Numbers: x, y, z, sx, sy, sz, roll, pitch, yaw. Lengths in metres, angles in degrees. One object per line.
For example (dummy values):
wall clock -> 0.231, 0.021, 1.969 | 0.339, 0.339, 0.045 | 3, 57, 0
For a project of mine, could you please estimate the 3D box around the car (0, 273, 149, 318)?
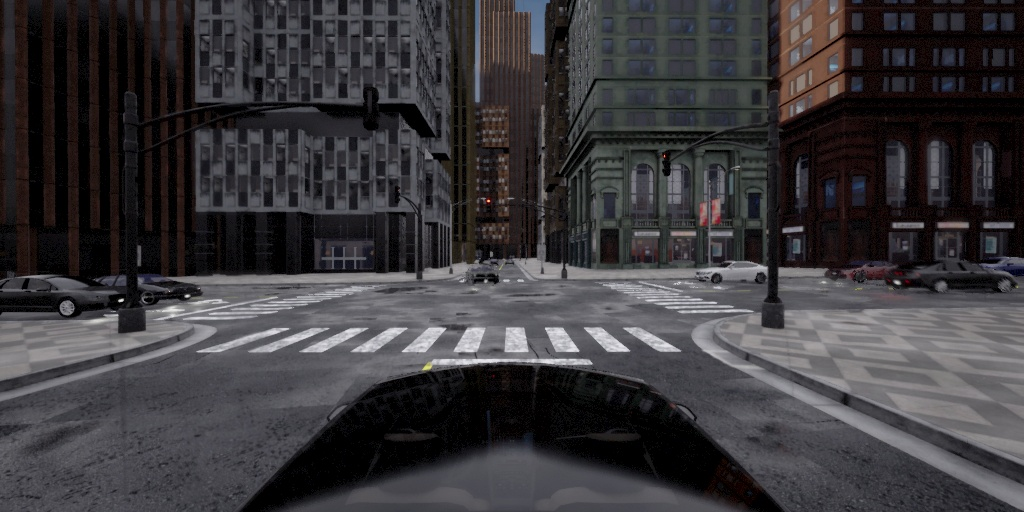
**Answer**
car -> -17.420, 1.492, 13.733 | 4.892, 1.490, 1.837 | -1, 0, 0

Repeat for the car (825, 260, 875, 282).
car -> 23.422, 0.961, 23.793 | 4.181, 1.385, 1.994 | -1, 0, 0

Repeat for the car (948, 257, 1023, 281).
car -> 32.382, 0.809, 23.814 | 4.674, 1.442, 1.812 | -1, 0, -1

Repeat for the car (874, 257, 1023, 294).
car -> 20.777, 0.970, 17.094 | 4.892, 1.490, 1.837 | -1, 0, 0

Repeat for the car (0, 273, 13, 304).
car -> -27.349, 1.610, 16.958 | 4.892, 1.490, 1.837 | -1, 0, 0

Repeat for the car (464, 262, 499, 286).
car -> -2.271, 1.347, 25.814 | 1.895, 1.301, 4.718 | 0, 0, -14

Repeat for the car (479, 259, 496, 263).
car -> -3.295, 1.225, 43.164 | 1.837, 1.490, 4.892 | 0, 0, 0

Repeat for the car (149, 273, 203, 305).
car -> -17.863, 1.524, 17.039 | 5.357, 1.411, 2.033 | -1, 0, 5

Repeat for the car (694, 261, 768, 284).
car -> 14.600, 1.036, 23.770 | 4.674, 1.442, 1.812 | -1, 0, -1
